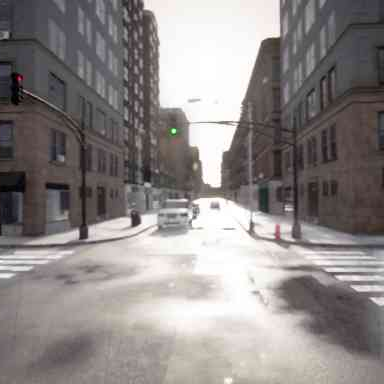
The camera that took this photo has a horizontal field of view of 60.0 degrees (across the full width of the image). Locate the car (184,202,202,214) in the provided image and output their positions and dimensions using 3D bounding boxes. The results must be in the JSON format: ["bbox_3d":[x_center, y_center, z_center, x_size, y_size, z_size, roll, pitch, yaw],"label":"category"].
[{"bbox_3d":[0.195,2.107,44.716,2.033,1.411,5.357,-1,-1,4],"label":"car"}]

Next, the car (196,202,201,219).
[{"bbox_3d":[-0.471,1.794,34.458,2.097,1.767,4.553,-1,-1,4],"label":"car"}]

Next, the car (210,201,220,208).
[{"bbox_3d":[4.446,2.355,64.792,1.895,1.301,4.718,-1,-1,4],"label":"car"}]

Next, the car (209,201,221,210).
[{"bbox_3d":[3.769,2.185,54.440,2.033,1.411,5.357,-1,-1,3],"label":"car"}]

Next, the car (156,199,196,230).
[{"bbox_3d":[-1.142,1.543,24.218,2.150,2.045,5.566,-1,-1,4],"label":"car"}]
